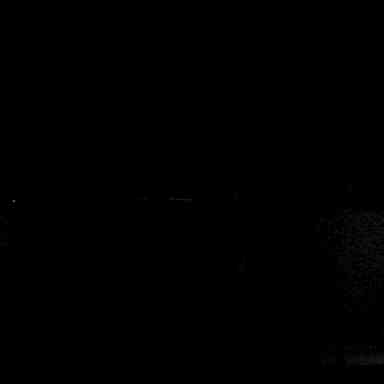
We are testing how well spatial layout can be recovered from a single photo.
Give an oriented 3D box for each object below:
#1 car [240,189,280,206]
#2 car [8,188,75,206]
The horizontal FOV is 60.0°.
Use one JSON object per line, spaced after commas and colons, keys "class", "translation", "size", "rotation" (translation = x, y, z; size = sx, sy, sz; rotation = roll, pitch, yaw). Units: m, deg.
{"class": "car", "translation": [5.932, 0.449, 31.994], "size": [4.902, 1.511, 2.128], "rotation": [2, 2, 19]}
{"class": "car", "translation": [-11.782, 0.336, 26.240], "size": [1.895, 1.301, 4.718], "rotation": [3, 3, 38]}
